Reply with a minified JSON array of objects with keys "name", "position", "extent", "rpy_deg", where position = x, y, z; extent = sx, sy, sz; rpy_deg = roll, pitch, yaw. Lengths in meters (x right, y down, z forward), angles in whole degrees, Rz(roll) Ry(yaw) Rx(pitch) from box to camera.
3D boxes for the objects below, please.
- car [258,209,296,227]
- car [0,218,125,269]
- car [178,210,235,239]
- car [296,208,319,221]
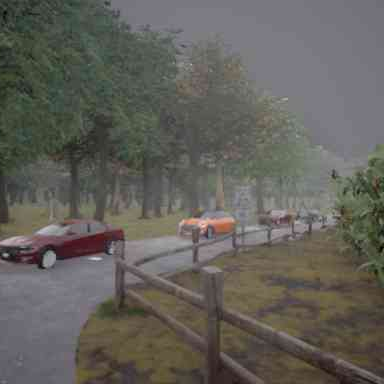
[{"name":"car","position":[7.958,2.434,31.776],"extent":[1.882,1.535,5.008],"rpy_deg":[-1,-2,35]},{"name":"car","position":[-4.716,1.813,12.783],"extent":[1.882,1.535,5.008],"rpy_deg":[-1,-2,29]},{"name":"car","position":[1.057,1.981,21.815],"extent":[2.097,1.767,4.553],"rpy_deg":[-1,-2,35]},{"name":"car","position":[14.028,2.749,40.501],"extent":[1.837,1.490,4.892],"rpy_deg":[-1,-2,35]}]
